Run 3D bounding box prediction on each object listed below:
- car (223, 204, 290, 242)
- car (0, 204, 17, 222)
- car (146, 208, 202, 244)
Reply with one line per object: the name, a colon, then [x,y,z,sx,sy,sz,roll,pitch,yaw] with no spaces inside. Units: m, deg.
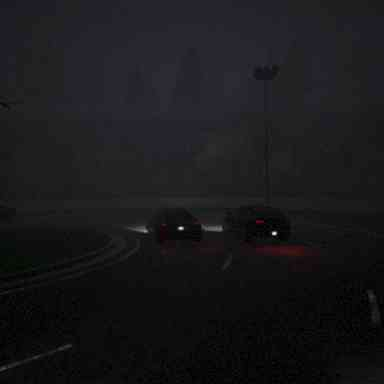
car: [2.837,1.341,15.389,1.837,1.490,4.892,1,0,-9]
car: [-15.576,1.527,24.646,4.674,1.442,1.812,-1,0,-21]
car: [-0.914,1.448,15.493,1.994,1.385,4.181,-1,0,-13]
